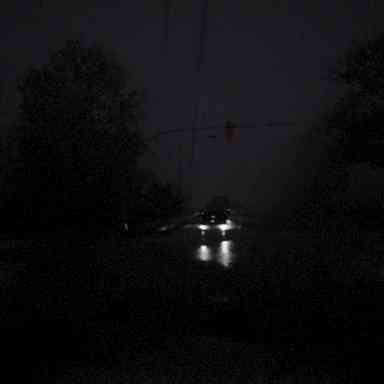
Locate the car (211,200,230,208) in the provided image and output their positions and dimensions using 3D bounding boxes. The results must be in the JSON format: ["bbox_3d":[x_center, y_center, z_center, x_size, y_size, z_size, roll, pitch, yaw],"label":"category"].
[{"bbox_3d":[5.565,2.339,65.688,2.128,1.511,4.902,-1,-1,-14],"label":"car"}]

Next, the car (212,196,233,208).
[{"bbox_3d":[3.025,1.436,36.132,2.150,2.045,5.566,-1,-1,5],"label":"car"}]

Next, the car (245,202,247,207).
[{"bbox_3d":[9.177,2.333,65.343,2.033,1.411,5.357,-1,-1,-11],"label":"car"}]

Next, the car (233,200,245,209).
[{"bbox_3d":[6.888,2.089,55.902,1.882,1.535,5.008,-1,-1,-8],"label":"car"}]

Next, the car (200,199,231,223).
[{"bbox_3d":[1.839,1.581,26.241,1.837,1.490,4.892,-1,-1,8],"label":"car"}]
